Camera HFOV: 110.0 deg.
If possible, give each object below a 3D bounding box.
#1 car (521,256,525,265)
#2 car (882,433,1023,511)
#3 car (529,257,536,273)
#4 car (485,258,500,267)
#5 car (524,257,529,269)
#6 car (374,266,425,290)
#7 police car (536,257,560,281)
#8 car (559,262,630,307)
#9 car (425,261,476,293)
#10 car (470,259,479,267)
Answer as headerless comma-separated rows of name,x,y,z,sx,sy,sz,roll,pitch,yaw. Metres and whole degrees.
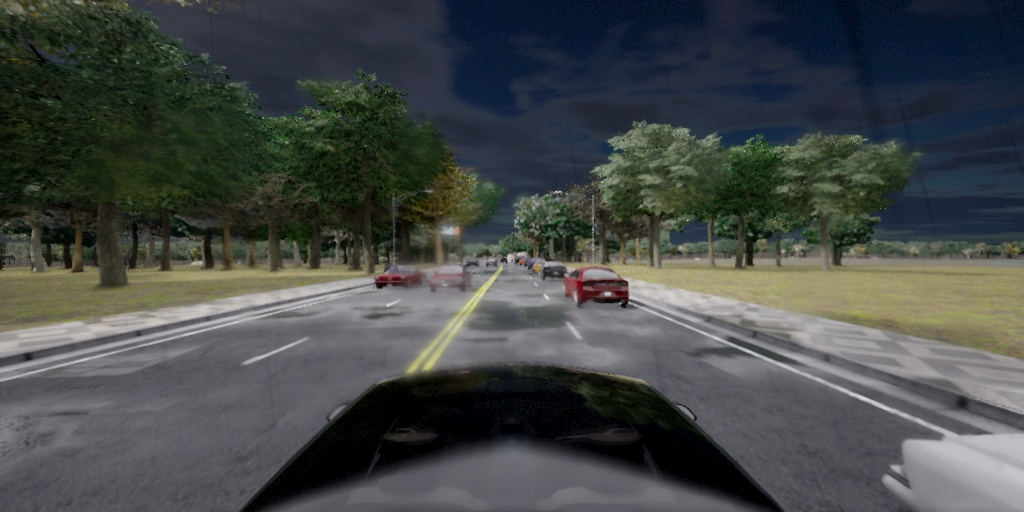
car,3.078,1.128,61.975,1.837,1.490,4.892,0,0,-2
car,3.350,1.358,0.142,1.895,1.301,4.718,0,0,0
car,3.262,1.088,40.023,1.801,1.575,5.366,0,0,0
car,-3.460,1.152,61.175,1.812,1.442,4.674,0,0,-1
car,3.260,0.976,50.829,2.097,1.767,4.553,0,0,0
car,-6.592,1.268,21.556,1.895,1.301,4.718,0,0,0
police car,3.259,1.074,28.941,1.930,1.638,5.238,0,0,0
car,3.355,1.167,15.062,1.882,1.535,5.008,0,0,0
car,-3.342,1.197,20.366,1.812,1.442,4.674,0,0,0
car,-6.741,1.177,63.184,2.033,1.411,5.357,0,0,-1
